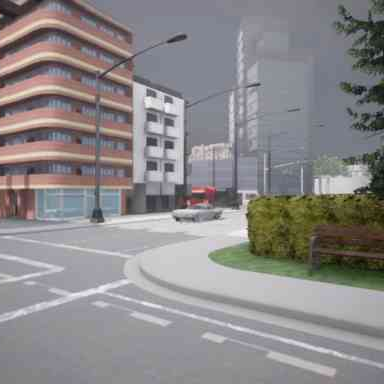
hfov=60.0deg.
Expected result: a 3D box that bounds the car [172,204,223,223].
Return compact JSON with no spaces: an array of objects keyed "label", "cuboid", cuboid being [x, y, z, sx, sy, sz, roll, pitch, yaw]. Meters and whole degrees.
[{"label":"car","cuboid":[0.492,1.614,26.101,1.895,1.301,4.718,0,0,36]}]
